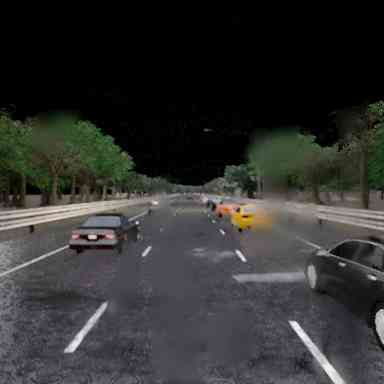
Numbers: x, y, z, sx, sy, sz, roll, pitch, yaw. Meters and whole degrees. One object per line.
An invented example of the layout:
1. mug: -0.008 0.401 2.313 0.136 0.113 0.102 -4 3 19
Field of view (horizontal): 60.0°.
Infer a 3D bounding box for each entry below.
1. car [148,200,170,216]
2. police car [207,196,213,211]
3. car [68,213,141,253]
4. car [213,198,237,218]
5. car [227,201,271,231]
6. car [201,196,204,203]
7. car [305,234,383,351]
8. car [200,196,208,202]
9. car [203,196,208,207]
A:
1. car: -3.442 1.614 34.593 2.128 1.511 4.902 0 0 0
2. police car: 3.406 1.579 43.318 1.930 1.638 5.238 0 0 0
3. car: -3.398 1.595 13.863 2.033 1.411 5.357 0 0 0
4. car: 3.477 1.465 32.179 2.097 1.767 4.553 0 0 0
5. car: 3.604 1.550 20.972 1.882 1.535 5.008 0 0 0
6. car: 3.266 1.830 65.237 1.895 1.301 4.718 0 0 0
7. car: 3.601 1.526 6.015 1.837 1.490 4.892 0 0 0
8. car: 3.126 1.780 87.207 1.882 1.535 5.008 0 0 0
9. car: 3.337 1.670 54.208 1.882 1.535 5.008 0 0 0
